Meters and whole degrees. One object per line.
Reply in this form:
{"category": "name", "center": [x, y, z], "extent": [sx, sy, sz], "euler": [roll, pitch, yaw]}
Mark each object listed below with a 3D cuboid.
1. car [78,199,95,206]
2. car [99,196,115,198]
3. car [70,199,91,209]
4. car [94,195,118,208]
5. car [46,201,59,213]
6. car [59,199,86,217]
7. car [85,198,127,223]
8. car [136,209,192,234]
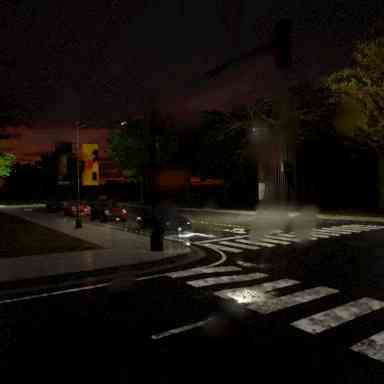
{"category": "car", "center": [-21.197, 2.102, 66.637], "extent": [1.994, 1.385, 4.181], "euler": [-1, 0, -35]}
{"category": "car", "center": [-13.840, 1.784, 50.347], "extent": [2.097, 1.767, 4.553], "euler": [-1, 0, -35]}
{"category": "car", "center": [-19.700, 2.080, 58.659], "extent": [2.033, 1.411, 5.357], "euler": [-1, 0, -35]}
{"category": "car", "center": [-15.081, 1.654, 57.891], "extent": [2.150, 2.045, 5.566], "euler": [-1, 0, -35]}
{"category": "car", "center": [-18.897, 2.036, 46.097], "extent": [1.882, 1.535, 5.008], "euler": [-1, 0, -35]}
{"category": "car", "center": [-13.142, 1.813, 37.792], "extent": [2.097, 1.767, 4.553], "euler": [-1, 0, -35]}
{"category": "car", "center": [-7.534, 1.717, 29.771], "extent": [2.097, 1.767, 4.553], "euler": [-1, 0, -35]}
{"category": "car", "center": [-2.037, 1.820, 22.018], "extent": [2.033, 1.411, 5.357], "euler": [-1, 0, -29]}
